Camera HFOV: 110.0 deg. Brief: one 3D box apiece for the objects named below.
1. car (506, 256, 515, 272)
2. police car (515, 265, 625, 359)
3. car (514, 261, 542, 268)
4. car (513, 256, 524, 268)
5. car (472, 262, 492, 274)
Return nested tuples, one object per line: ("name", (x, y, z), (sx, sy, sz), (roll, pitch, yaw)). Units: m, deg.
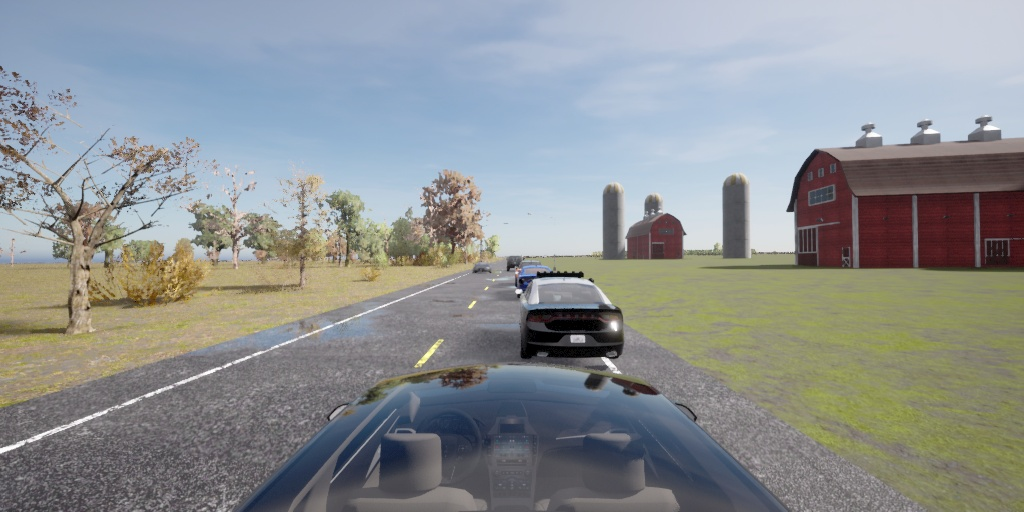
("car", (0.431, 0.962, 47.358), (2.150, 2.045, 5.566), (0, 0, 1))
("police car", (1.119, 1.176, 8.556), (1.930, 1.638, 5.238), (0, 0, 0))
("car", (1.204, 1.228, 18.446), (1.882, 1.535, 5.008), (0, 0, 0))
("car", (1.254, 1.100, 24.416), (2.097, 1.767, 4.553), (0, 0, 0))
("car", (-3.260, 1.308, 40.008), (1.994, 1.385, 4.181), (0, 0, 1))
